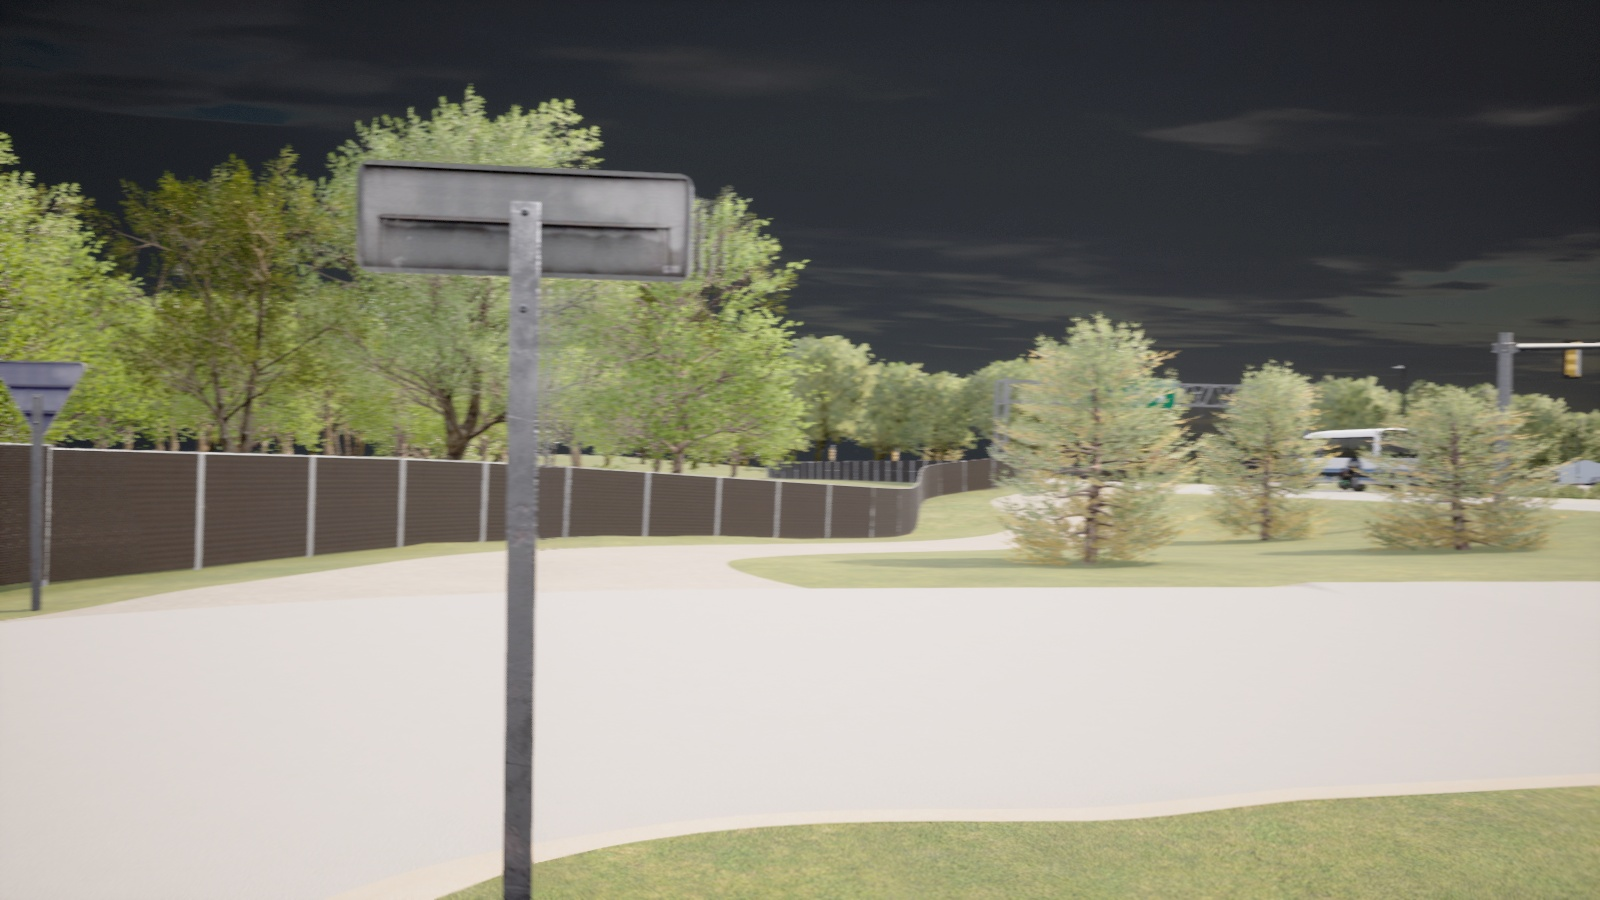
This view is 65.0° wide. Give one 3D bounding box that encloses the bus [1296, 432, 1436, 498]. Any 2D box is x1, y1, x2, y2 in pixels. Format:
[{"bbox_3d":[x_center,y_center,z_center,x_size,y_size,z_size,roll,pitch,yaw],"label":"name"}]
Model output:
[{"bbox_3d":[38.927,1.019,86.915,3.944,4.253,10.273,1,-1,-8],"label":"bus"}]
